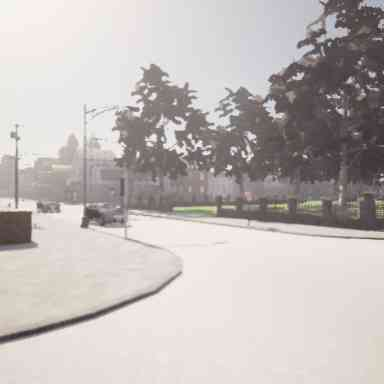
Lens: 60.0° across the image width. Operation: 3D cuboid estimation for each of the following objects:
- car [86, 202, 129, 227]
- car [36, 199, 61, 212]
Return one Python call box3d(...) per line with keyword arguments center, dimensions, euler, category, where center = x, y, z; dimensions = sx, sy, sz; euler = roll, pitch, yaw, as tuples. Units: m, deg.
box3d(center=(-6.076, 1.503, 23.369), dimensions=(2.128, 1.511, 4.902), euler=(0, 0, -35), category="car")
box3d(center=(-16.500, 1.507, 38.154), dimensions=(2.128, 1.511, 4.902), euler=(0, 0, -35), category="car")
